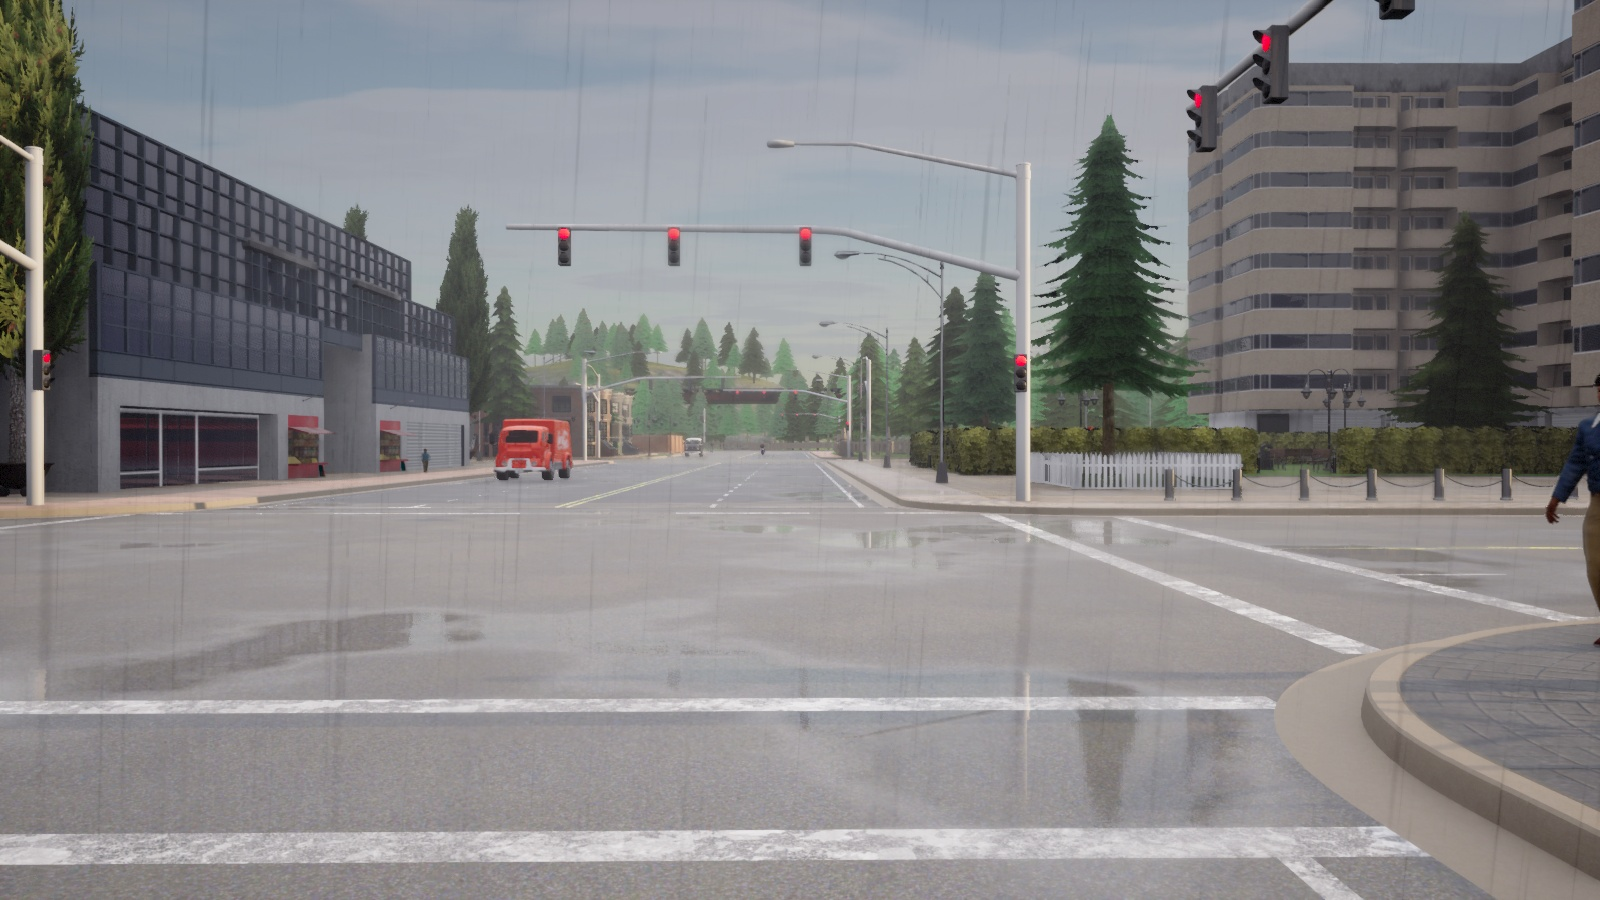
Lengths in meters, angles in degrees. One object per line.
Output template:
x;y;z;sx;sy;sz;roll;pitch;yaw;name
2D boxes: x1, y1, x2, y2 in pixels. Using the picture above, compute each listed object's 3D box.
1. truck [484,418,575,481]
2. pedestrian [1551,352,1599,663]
-10.947;-0.039;51.344;2.627;2.467;5.204;0;0;0;truck
5.301;0.362;8.148;0.788;1.949;0.423;0;0;-33;pedestrian
